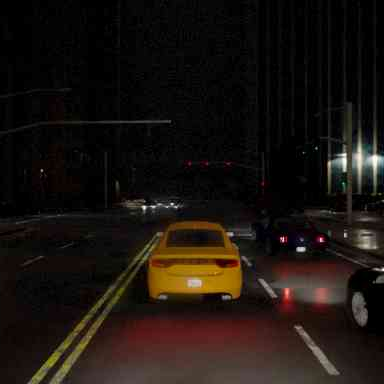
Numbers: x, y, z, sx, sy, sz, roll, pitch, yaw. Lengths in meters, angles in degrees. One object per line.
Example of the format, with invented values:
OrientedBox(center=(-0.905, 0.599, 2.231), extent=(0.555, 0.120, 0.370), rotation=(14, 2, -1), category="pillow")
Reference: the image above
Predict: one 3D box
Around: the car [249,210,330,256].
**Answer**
OrientedBox(center=(3.612, 1.601, 13.184), extent=(1.895, 1.301, 4.718), rotation=(0, 0, 0), category="car")

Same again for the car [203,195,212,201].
OrientedBox(center=(3.684, 1.429, 79.570), extent=(1.837, 1.490, 4.892), rotation=(0, 0, 0), category="car")

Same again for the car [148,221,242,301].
OrientedBox(center=(0.074, 1.478, 8.423), extent=(1.882, 1.535, 5.008), rotation=(0, 0, 1), category="car")

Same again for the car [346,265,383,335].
OrientedBox(center=(3.609, 1.505, 3.912), extent=(1.837, 1.490, 4.892), rotation=(0, 0, 0), category="car")

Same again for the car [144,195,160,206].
OrientedBox(center=(-6.957, 1.505, 56.071), extent=(1.837, 1.490, 4.892), rotation=(0, 0, 0), category="car")

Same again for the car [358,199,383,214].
OrientedBox(center=(20.928, 1.491, 35.407), extent=(4.902, 1.511, 2.128), rotation=(0, 0, -1), category="car")

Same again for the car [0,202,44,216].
OrientedBox(center=(-16.652, 1.601, 31.413), extent=(4.718, 1.301, 1.895), rotation=(0, 0, 0), category="car")

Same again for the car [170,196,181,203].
OrientedBox(center=(-3.350, 1.564, 68.376), extent=(1.994, 1.385, 4.181), rotation=(0, 0, 1), category="car")

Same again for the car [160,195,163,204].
OrientedBox(center=(-6.887, 1.352, 65.258), extent=(2.097, 1.767, 4.553), rotation=(0, 0, 1), category="car")

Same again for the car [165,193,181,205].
OrientedBox(center=(-3.435, 1.221, 59.017), extent=(2.150, 2.045, 5.566), rotation=(0, 0, 0), category="car")

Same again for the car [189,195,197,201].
OrientedBox(center=(0.186, 1.367, 80.118), extent=(1.994, 1.385, 4.181), rotation=(0, 0, 0), category="car")

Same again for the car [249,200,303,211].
OrientedBox(center=(7.981, 1.477, 31.605), extent=(5.008, 1.535, 1.882), rotation=(0, 0, 0), category="car")

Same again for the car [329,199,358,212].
OrientedBox(center=(19.011, 1.547, 38.890), extent=(5.357, 1.411, 2.033), rotation=(0, 0, 0), category="car")
